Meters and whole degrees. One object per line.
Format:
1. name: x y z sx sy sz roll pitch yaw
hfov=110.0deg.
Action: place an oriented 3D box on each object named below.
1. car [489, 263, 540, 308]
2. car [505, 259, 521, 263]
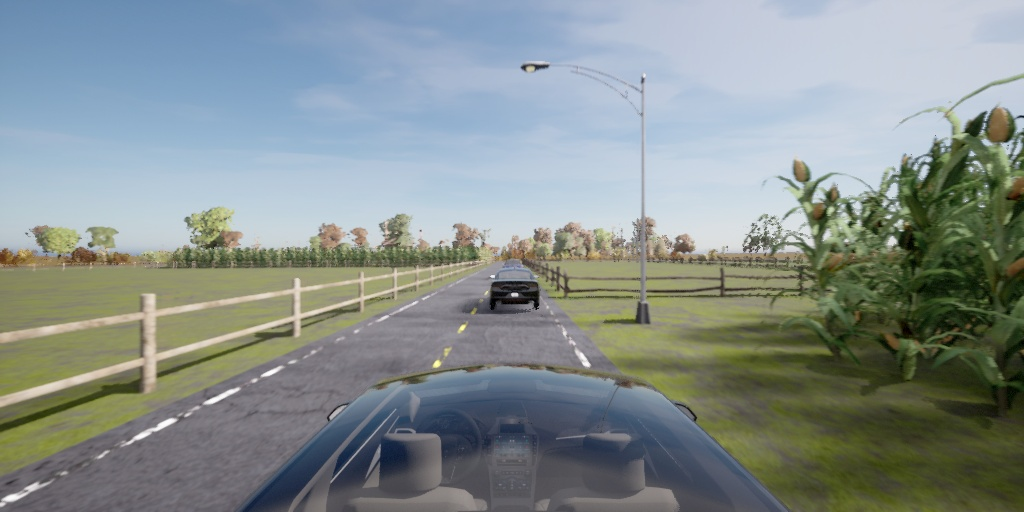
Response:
1. car: 0.101 1.226 15.150 1.882 1.535 5.008 0 0 0
2. car: 0.104 1.100 33.449 2.097 1.767 4.553 0 0 0
